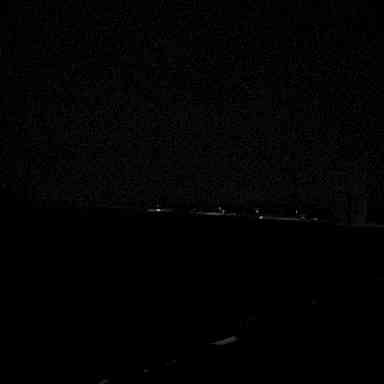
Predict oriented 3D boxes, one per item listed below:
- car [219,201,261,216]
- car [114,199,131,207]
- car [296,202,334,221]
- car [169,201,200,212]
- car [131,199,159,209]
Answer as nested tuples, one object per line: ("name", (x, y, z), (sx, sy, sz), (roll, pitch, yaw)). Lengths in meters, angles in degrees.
("car", (4.835, 1.642, 34.011), (2.128, 1.511, 4.902), (1, -1, -36))
("car", (-13.408, 2.037, 64.265), (1.882, 1.535, 5.008), (1, -1, -36))
("car", (10.564, 1.568, 26.164), (2.128, 1.511, 4.902), (1, -1, -37))
("car", (-0.977, 1.841, 42.058), (1.895, 1.301, 4.718), (1, -1, -36))
("car", (-6.836, 1.842, 50.217), (1.837, 1.490, 4.892), (1, -1, -36))
